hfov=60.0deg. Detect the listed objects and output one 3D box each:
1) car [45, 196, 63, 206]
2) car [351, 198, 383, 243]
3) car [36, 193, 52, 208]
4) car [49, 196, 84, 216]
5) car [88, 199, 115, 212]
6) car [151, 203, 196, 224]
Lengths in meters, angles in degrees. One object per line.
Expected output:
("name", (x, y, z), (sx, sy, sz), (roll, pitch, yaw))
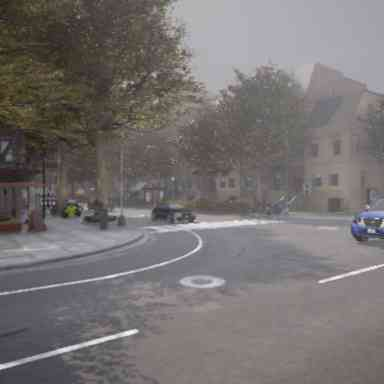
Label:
("car", (-23.825, 1.479, 57.188), (1.882, 1.535, 5.008), (0, 0, -35))
("car", (9.517, 1.220, 15.095), (5.566, 2.045, 2.150), (0, 0, -36))
("car", (-21.482, 1.229, 48.620), (2.435, 2.045, 5.566), (0, 0, -35))
("car", (-13.654, 1.481, 36.561), (2.231, 1.521, 4.892), (0, 0, -35))
("car", (-10.515, 1.504, 38.248), (1.837, 1.490, 4.892), (0, 0, -35))
("car", (-1.458, 1.563, 25.293), (1.994, 1.385, 4.181), (0, 0, -34))
